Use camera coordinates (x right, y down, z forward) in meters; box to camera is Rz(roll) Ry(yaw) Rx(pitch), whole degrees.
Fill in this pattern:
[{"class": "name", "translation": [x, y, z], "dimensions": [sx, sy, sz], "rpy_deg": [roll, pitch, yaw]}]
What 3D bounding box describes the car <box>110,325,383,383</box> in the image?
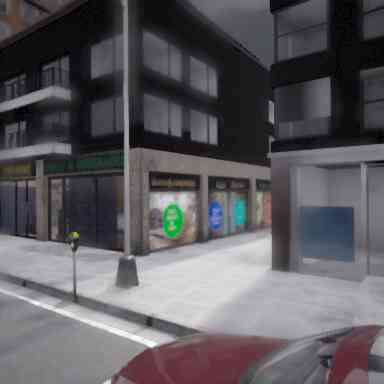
[{"class": "car", "translation": [1.195, 1.579, 2.004], "dimensions": [4.206, 1.307, 1.802], "rpy_deg": [0, -1, 36]}]
